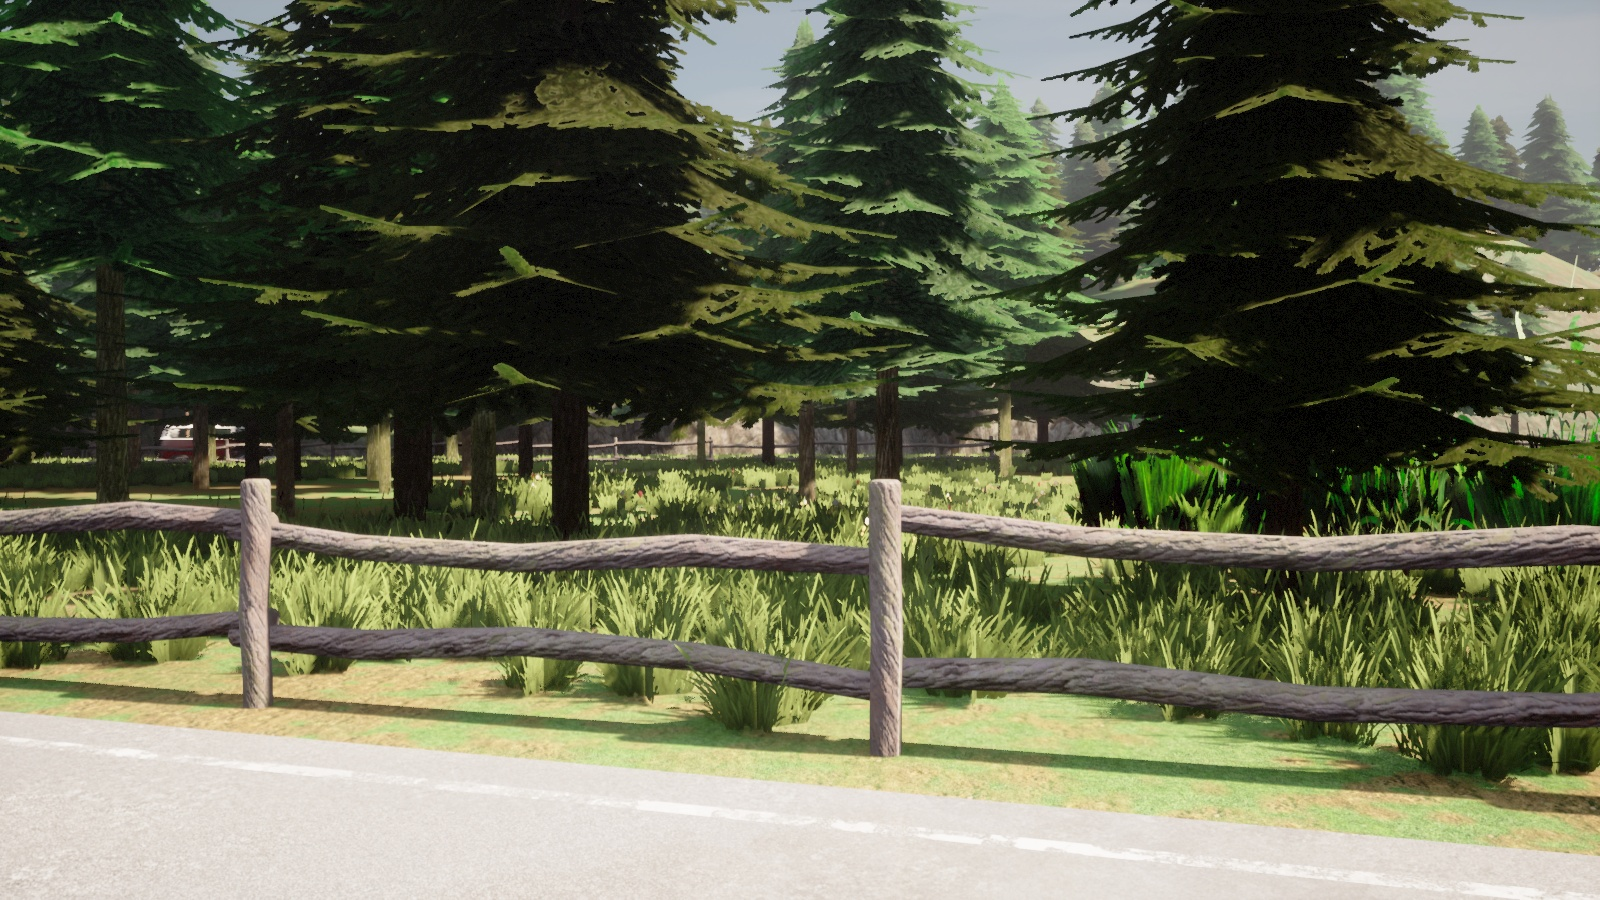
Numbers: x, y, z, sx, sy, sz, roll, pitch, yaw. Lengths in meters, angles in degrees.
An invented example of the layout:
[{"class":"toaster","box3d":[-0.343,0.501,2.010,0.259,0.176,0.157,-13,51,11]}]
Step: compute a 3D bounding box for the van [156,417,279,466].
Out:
[{"class":"van","box3d":[-24.872,-0.358,53.763,4.480,2.038,2.069,0,1,-15]}]
